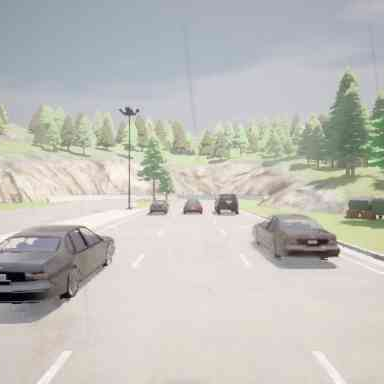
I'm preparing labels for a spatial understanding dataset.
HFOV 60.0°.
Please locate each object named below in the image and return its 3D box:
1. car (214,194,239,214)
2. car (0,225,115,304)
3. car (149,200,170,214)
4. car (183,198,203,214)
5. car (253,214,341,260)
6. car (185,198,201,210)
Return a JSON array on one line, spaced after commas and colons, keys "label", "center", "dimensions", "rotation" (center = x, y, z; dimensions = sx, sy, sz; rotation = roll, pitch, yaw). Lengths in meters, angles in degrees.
[{"label": "car", "center": [3.612, 1.217, 35.387], "dimensions": [2.150, 2.045, 5.566], "rotation": [0, -1, 0]}, {"label": "car", "center": [-3.397, 1.547, 8.378], "dimensions": [2.033, 1.411, 5.357], "rotation": [0, 0, 0]}, {"label": "car", "center": [-3.390, 1.547, 35.187], "dimensions": [2.033, 1.411, 5.357], "rotation": [0, 0, 0]}, {"label": "car", "center": [0.107, 1.564, 35.083], "dimensions": [1.994, 1.385, 4.181], "rotation": [0, 0, 0]}, {"label": "car", "center": [3.605, 1.547, 12.448], "dimensions": [2.033, 1.411, 5.357], "rotation": [0, 0, 0]}, {"label": "car", "center": [0.160, 1.547, 44.334], "dimensions": [2.033, 1.411, 5.357], "rotation": [0, 0, 1]}]
